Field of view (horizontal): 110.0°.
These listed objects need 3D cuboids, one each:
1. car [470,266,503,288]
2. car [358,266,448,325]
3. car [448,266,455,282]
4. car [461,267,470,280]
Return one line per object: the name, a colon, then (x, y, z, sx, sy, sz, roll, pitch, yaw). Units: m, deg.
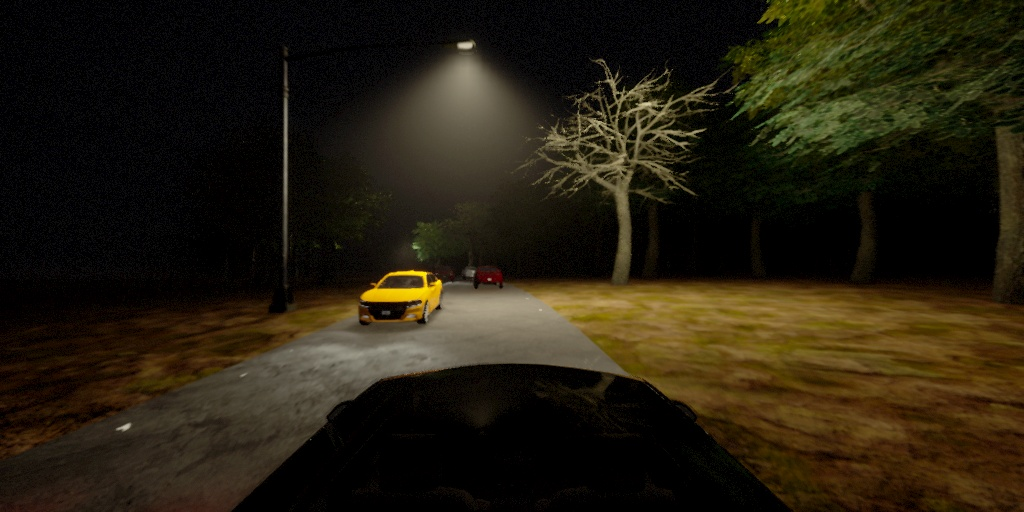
car: (-1.787, 1.438, 25.714, 1.882, 1.535, 5.008, 0, -1, -8)
car: (-3.512, 1.253, 12.103, 1.882, 1.535, 5.008, 0, 0, -3)
car: (-6.655, 1.710, 35.171, 1.882, 1.535, 5.008, 1, -2, -12)
car: (-4.833, 1.968, 41.594, 1.812, 1.442, 4.674, 0, -2, -13)
